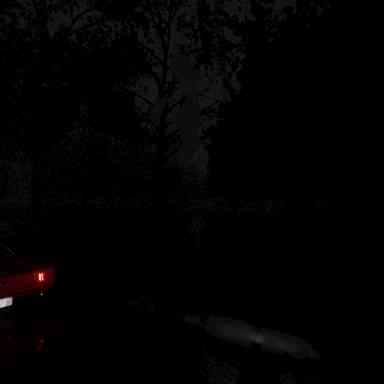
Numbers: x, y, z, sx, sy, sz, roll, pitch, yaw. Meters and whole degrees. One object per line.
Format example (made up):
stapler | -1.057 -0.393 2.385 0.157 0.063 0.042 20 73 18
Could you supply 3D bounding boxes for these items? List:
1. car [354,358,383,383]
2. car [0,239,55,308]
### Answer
car | 3.139 1.504 1.139 4.892 1.490 1.837 0 0 35
car | -5.016 1.611 6.981 4.718 1.301 1.895 0 0 36
